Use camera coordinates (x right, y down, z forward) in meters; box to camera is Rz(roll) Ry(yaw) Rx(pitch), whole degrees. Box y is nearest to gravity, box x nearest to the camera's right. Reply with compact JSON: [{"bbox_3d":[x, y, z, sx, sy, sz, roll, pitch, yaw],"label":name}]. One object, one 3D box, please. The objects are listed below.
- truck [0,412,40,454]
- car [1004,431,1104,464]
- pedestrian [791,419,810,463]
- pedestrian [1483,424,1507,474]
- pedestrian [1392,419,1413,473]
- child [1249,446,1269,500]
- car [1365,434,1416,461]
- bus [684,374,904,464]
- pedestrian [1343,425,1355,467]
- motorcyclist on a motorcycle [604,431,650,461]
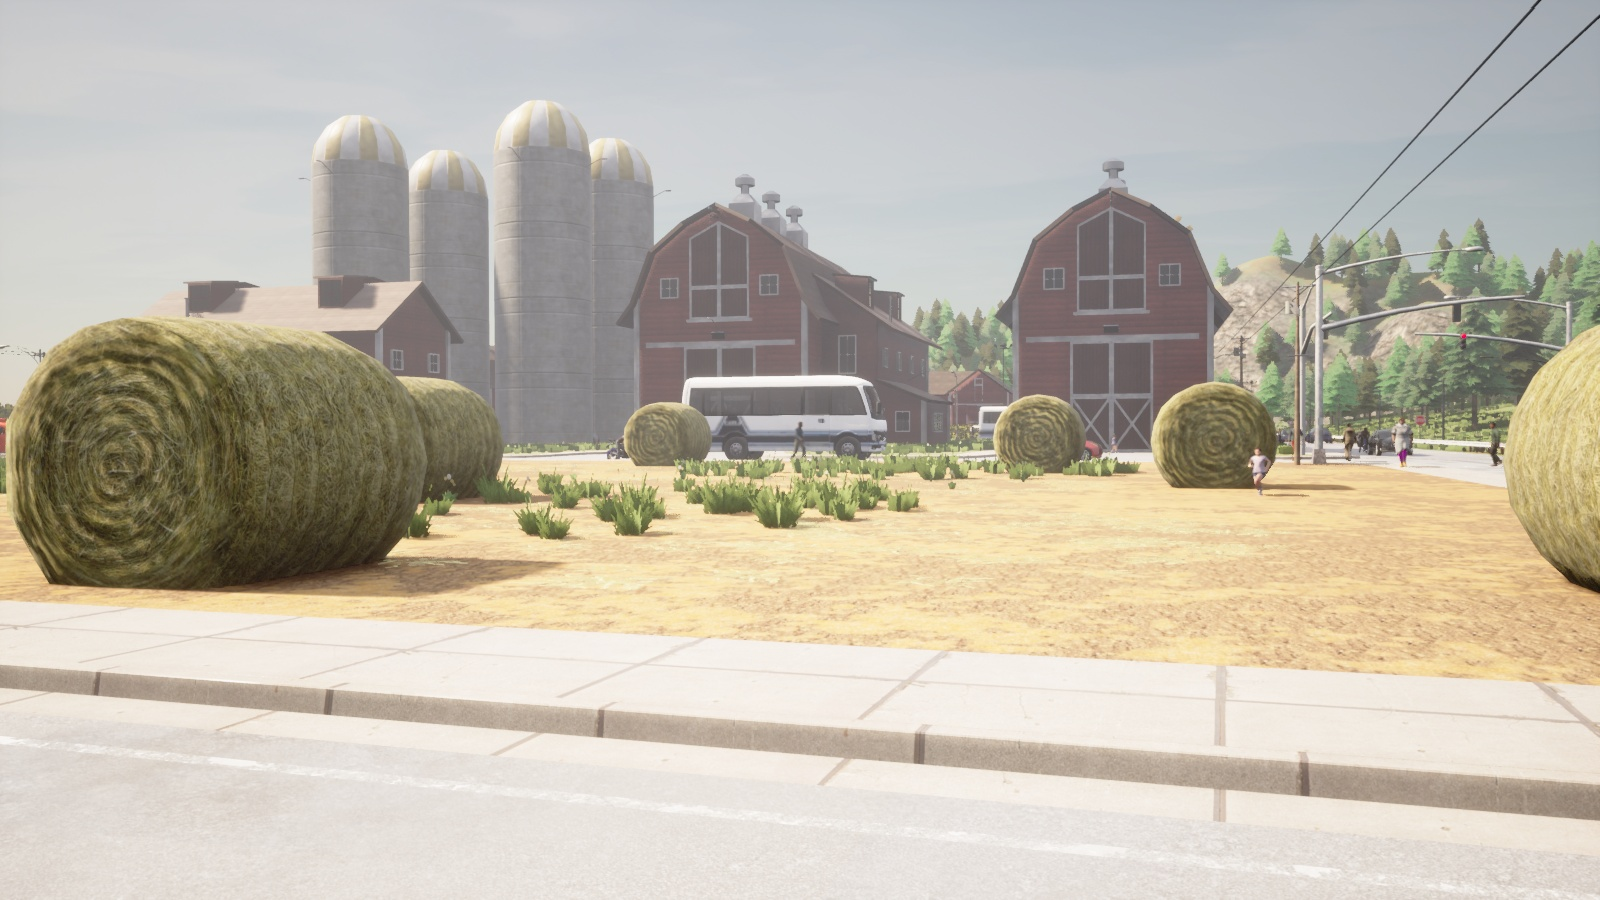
[{"bbox_3d":[-48.800,-1.038,75.129,5.204,2.467,2.627,0,1,10],"label":"truck"},{"bbox_3d":[11.986,-0.126,59.228,4.514,1.525,2.007,0,1,15],"label":"car"},{"bbox_3d":[0.019,-0.370,53.035,0.726,1.835,0.370,1,1,37],"label":"pedestrian"},{"bbox_3d":[27.679,-0.051,50.038,0.788,1.949,0.423,1,1,24],"label":"pedestrian"},{"bbox_3d":[21.955,-0.141,45.730,0.659,1.952,0.873,1,1,26],"label":"pedestrian"},{"bbox_3d":[9.643,0.483,26.395,0.255,1.110,0.394,1,1,41],"label":"child"},{"bbox_3d":[33.967,-0.165,72.361,1.837,1.490,4.892,0,1,16],"label":"car"},{"bbox_3d":[-0.240,-1.542,62.431,10.273,4.253,3.944,0,1,15],"label":"bus"},{"bbox_3d":[25.550,-0.203,58.456,0.396,1.930,0.692,0,1,14],"label":"pedestrian"},{"bbox_3d":[-8.915,-0.212,64.734,2.191,1.530,0.866,1,1,15],"label":"motorcyclist on a motorcycle"}]
